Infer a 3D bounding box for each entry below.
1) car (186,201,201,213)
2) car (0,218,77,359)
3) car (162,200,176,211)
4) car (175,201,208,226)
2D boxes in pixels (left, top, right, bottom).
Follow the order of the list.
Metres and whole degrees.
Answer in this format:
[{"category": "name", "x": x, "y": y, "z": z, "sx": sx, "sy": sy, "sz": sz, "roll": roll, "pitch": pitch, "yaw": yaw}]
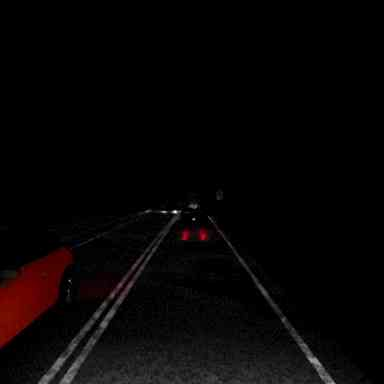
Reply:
[{"category": "car", "x": 0.199, "y": 1.881, "z": 42.658, "sx": 1.812, "sy": 1.442, "sz": 4.674, "roll": 0, "pitch": -1, "yaw": 0}, {"category": "car", "x": -3.347, "y": 1.359, "z": 4.750, "sx": 2.097, "sy": 1.767, "sz": 4.553, "roll": 0, "pitch": 0, "yaw": 0}, {"category": "car", "x": -3.206, "y": 1.945, "z": 48.621, "sx": 1.882, "sy": 1.535, "sz": 5.008, "roll": 0, "pitch": -1, "yaw": 1}, {"category": "car", "x": 0.131, "y": 1.599, "z": 24.302, "sx": 2.128, "sy": 1.511, "sz": 4.902, "roll": 0, "pitch": 0, "yaw": 0}]
